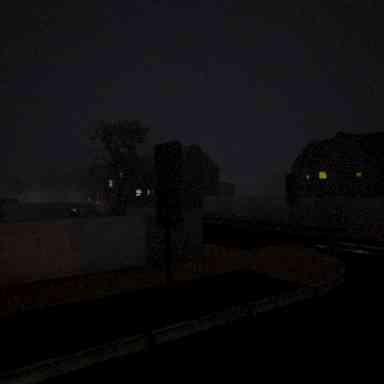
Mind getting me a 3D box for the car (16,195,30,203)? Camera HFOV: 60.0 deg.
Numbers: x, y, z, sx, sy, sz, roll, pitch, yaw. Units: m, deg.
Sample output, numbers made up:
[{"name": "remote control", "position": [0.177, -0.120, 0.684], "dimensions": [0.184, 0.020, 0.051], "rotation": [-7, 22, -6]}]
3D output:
[{"name": "car", "position": [-41.930, 1.950, 83.203], "dimensions": [1.882, 1.535, 5.008], "rotation": [-2, 1, -34]}]
